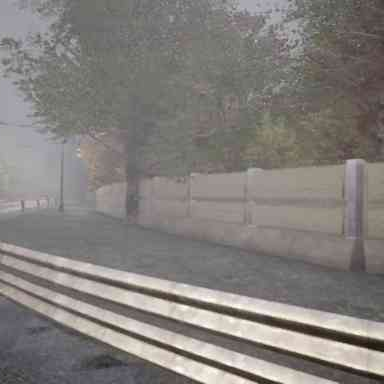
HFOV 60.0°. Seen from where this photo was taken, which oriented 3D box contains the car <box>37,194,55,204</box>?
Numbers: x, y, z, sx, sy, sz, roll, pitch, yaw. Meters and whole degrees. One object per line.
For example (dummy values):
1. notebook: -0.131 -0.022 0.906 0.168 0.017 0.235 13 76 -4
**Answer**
1. car: -28.938 1.415 65.406 2.150 2.045 5.566 1 -1 -16
